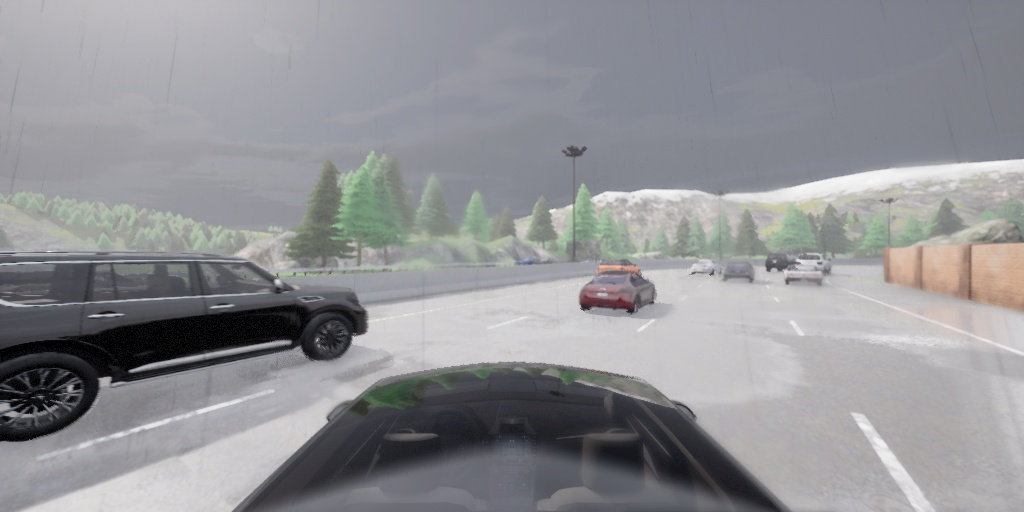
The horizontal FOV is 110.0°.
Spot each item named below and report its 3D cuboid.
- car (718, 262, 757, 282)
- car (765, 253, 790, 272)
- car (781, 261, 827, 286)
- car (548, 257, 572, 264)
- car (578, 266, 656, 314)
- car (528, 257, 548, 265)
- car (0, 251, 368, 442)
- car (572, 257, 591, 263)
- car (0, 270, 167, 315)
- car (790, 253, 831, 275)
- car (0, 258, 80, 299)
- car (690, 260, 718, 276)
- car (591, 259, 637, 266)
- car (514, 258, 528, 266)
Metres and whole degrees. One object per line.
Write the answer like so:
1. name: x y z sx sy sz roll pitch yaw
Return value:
1. car: 17.088 1.148 26.885 2.033 1.411 5.357 0 0 36
2. car: 30.358 0.740 40.070 5.566 2.045 2.150 1 0 -37
3. car: 19.480 1.218 24.115 1.895 1.301 4.718 0 0 36
4. car: 7.487 0.900 48.180 1.837 1.490 4.892 0 0 44
5. car: 4.107 1.245 13.623 1.994 1.385 4.181 0 0 33
6. car: 4.908 0.954 50.545 1.882 1.535 5.008 0 0 44
7. car: -5.176 0.949 5.734 2.150 2.045 5.566 0 0 33
8. car: 9.990 1.081 45.734 1.994 1.385 4.181 0 0 44
9. car: -16.836 1.285 13.854 1.895 1.301 4.718 0 0 33
10. car: 28.755 0.779 34.223 5.566 2.045 2.150 0 0 -42
11. car: -23.513 1.023 16.419 2.097 1.767 4.553 0 0 33
12. car: 18.389 1.088 33.762 1.812 1.442 4.674 0 0 44
13. car: 7.607 0.964 25.429 2.097 1.767 4.553 0 0 33
14. car: 2.481 0.953 53.074 1.882 1.535 5.008 0 0 44
